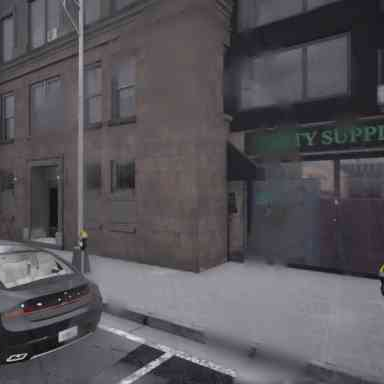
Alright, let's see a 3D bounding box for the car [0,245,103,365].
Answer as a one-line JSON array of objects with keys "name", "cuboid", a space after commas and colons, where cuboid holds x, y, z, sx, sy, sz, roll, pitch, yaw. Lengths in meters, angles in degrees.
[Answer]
[{"name": "car", "cuboid": [-3.335, 1.550, 5.457, 4.403, 1.369, 2.008, 0, 0, 36]}]
